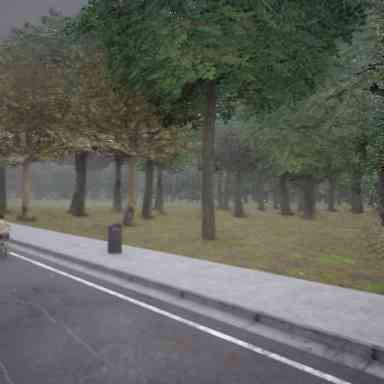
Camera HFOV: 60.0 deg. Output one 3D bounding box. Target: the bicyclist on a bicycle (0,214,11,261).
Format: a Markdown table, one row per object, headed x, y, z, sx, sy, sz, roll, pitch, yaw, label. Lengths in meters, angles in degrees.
| x | y | z | sx | sy | sz | roll | pitch | yaw | label |
| --- | --- | --- | --- | --- | --- | --- | --- | --- | --- |
| -6.885 | 1.596 | 11.935 | 1.509 | 1.612 | 0.866 | -1 | -2 | 44 | bicyclist on a bicycle |
